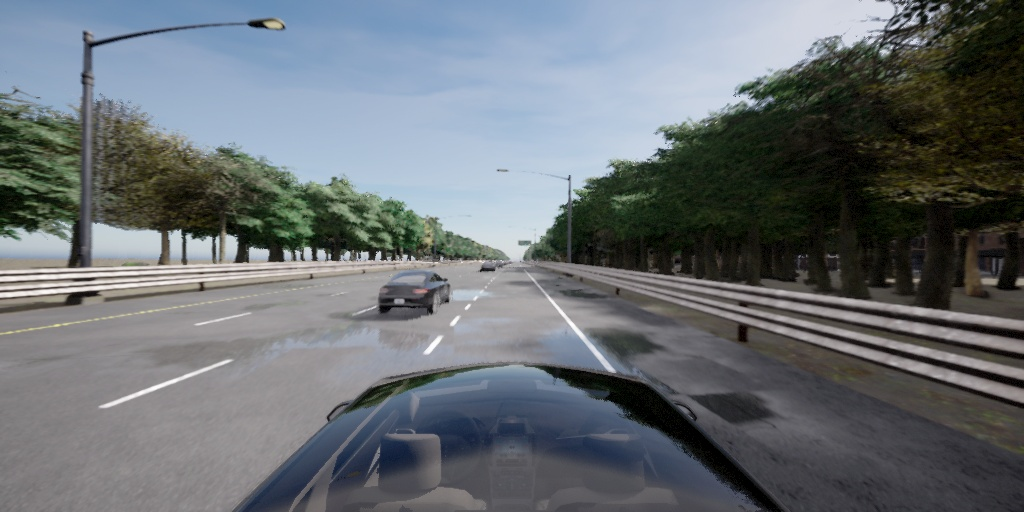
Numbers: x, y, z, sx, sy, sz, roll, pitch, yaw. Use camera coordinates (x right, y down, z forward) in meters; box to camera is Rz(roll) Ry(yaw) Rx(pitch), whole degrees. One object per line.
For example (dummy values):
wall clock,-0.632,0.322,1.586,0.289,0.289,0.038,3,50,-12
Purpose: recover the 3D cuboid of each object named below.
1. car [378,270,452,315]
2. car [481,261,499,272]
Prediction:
car,-3.469,1.243,13.370,1.812,1.442,4.674,1,0,0
car,-3.274,1.474,50.519,1.994,1.385,4.181,1,-1,0
